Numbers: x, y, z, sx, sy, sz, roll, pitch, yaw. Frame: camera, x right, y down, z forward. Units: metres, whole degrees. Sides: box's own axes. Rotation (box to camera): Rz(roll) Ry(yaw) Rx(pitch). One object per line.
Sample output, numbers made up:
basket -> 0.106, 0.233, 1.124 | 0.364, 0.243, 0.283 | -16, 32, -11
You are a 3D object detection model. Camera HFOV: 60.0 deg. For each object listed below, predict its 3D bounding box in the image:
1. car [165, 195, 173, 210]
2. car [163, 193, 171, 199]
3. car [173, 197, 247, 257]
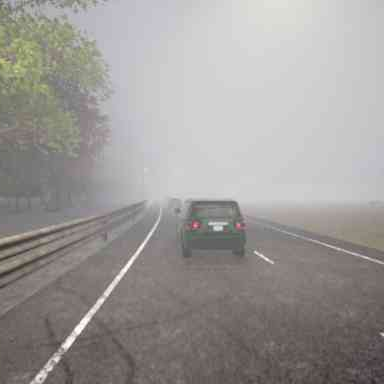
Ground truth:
car -> -2.211, 1.490, 42.919 | 1.837, 1.490, 4.892 | 0, 0, -5
car -> -4.773, 1.458, 70.444 | 1.837, 1.490, 4.892 | 0, 0, -5
car -> 0.568, 1.227, 13.098 | 2.150, 2.045, 5.566 | 0, 0, -5
